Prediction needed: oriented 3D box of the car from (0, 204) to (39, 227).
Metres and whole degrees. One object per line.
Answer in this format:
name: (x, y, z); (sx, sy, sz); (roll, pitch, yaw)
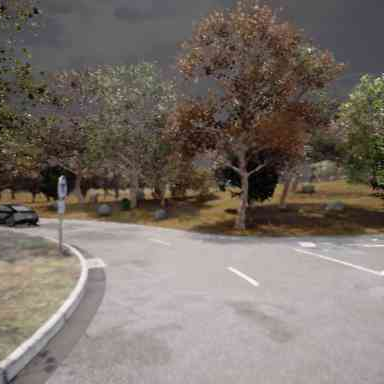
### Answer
car: (-12.223, 1.481, 21.911); (4.181, 1.385, 1.994); (1, 0, 20)
